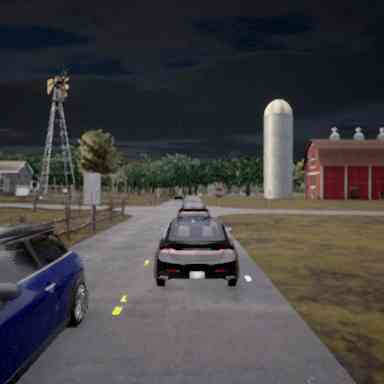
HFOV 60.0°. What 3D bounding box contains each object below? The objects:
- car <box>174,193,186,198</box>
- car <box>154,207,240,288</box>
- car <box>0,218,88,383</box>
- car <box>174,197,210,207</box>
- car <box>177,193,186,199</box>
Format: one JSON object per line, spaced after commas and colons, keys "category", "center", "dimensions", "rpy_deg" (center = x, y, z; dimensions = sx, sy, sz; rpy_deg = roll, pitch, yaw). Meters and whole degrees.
{"category": "car", "center": [-2.611, 1.062, 67.054], "dimensions": [1.895, 1.301, 4.718], "rpy_deg": [0, 0, 0]}
{"category": "car", "center": [0.104, 1.382, 8.934], "dimensions": [2.128, 1.511, 4.902], "rpy_deg": [0, 1, 0]}
{"category": "car", "center": [-2.838, 1.303, 3.795], "dimensions": [2.097, 1.767, 4.553], "rpy_deg": [0, 1, 0]}
{"category": "car", "center": [0.106, 1.266, 19.748], "dimensions": [2.128, 1.511, 4.902], "rpy_deg": [0, 1, 1]}
{"category": "car", "center": [-2.570, 0.983, 82.494], "dimensions": [1.994, 1.385, 4.181], "rpy_deg": [0, 0, 0]}
